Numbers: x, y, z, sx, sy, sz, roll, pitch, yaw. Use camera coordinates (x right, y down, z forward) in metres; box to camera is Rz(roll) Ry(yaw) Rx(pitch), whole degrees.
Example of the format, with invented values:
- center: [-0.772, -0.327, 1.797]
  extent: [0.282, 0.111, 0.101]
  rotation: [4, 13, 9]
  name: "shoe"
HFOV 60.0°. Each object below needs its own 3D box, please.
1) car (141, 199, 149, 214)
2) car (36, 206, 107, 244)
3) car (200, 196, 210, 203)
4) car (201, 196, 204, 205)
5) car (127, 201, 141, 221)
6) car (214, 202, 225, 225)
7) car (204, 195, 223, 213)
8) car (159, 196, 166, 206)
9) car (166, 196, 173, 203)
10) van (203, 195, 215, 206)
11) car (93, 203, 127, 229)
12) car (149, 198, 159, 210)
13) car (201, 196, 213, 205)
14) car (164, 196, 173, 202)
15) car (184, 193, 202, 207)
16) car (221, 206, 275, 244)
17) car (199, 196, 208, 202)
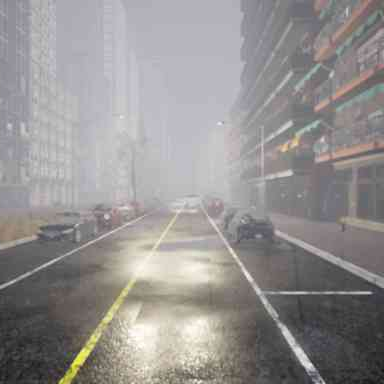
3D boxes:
- center: [-5.678, 1.552, 32.219]
  extent: [1.887, 1.381, 4.507]
  rotation: [0, 0, 0]
  name: "car"
- center: [-5.684, 1.553, 15.622]
  extent: [2.008, 1.369, 4.403]
  rotation: [0, 0, 0]
  name: "car"
- center: [2.717, 1.592, 70.944]
  extent: [2.008, 1.369, 4.403]
  rotation: [0, 0, 0]
  name: "car"
- center: [2.708, 1.600, 48.814]
  extent: [1.802, 1.307, 4.206]
  rotation: [0, 0, 0]
  name: "car"
- center: [-5.680, 1.555, 26.687]
  extent: [2.008, 1.369, 4.403]
  rotation: [0, 0, 0]
  name: "car"
- center: [2.698, 1.553, 21.151]
  extent: [2.008, 1.369, 4.403]
  rotation: [0, 0, 0]
  name: "car"
- center: [2.704, 1.449, 37.748]
  extent: [1.967, 1.590, 4.097]
  rotation: [0, 0, 0]
  name: "car"
- center: [-5.670, 1.606, 54.351]
  extent: [1.802, 1.307, 4.206]
  rotation: [0, 0, 0]
  name: "car"
- center: [-5.663, 1.567, 70.778]
  extent: [1.752, 1.417, 4.829]
  rotation: [0, 0, 0]
  name: "car"
- center: [2.710, 1.365, 54.347]
  extent: [1.690, 1.788, 3.998]
  rotation: [0, 0, 0]
  name: "van"
- center: [-5.682, 1.443, 21.155]
  extent: [1.967, 1.590, 4.097]
  rotation: [0, 0, 0]
  name: "car"
- center: [-5.674, 1.539, 43.115]
  extent: [1.752, 1.417, 4.829]
  rotation: [0, 0, 0]
  name: "car"
- center: [2.713, 1.469, 59.879]
  extent: [1.967, 1.590, 4.097]
  rotation: [0, 0, 0]
  name: "car"
- center: [-5.659, 1.601, 82.014]
  extent: [1.887, 1.381, 4.507]
  rotation: [0, 0, 0]
  name: "car"
- center: [0.019, 1.242, 50.981]
  extent: [2.150, 2.045, 5.566]
  rotation: [0, 0, 0]
  name: "car"
- center: [2.696, 1.552, 15.618]
  extent: [2.008, 1.369, 4.403]
  rotation: [0, 0, 0]
  name: "car"
- center: [2.721, 1.607, 82.010]
  extent: [2.008, 1.369, 4.403]
  rotation: [0, 0, 0]
  name: "car"
